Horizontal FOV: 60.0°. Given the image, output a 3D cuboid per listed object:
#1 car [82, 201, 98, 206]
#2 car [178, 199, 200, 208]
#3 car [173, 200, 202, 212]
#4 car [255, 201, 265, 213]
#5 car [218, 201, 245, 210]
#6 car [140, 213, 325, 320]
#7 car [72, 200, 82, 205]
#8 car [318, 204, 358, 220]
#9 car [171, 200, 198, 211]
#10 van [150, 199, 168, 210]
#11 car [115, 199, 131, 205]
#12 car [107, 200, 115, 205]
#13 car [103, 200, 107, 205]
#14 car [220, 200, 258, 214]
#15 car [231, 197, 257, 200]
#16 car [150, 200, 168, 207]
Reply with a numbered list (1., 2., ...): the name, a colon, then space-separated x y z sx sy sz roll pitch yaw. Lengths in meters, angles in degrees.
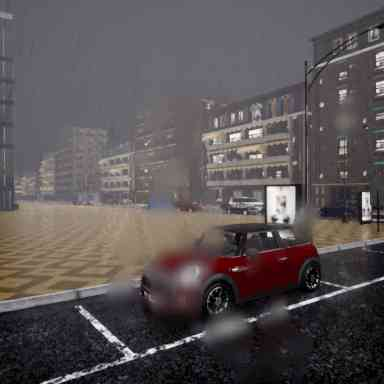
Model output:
1. car: -23.641 2.704 78.657 2.008 1.369 4.403 -2 0 -36
2. car: -0.507 2.119 61.039 1.967 1.590 4.097 -2 0 -36
3. car: -0.403 2.115 46.476 1.887 1.381 4.507 -2 0 -36
4. car: 8.954 1.887 33.499 2.008 1.369 4.403 -2 0 -36
5. car: 6.096 2.097 52.067 1.802 1.307 4.206 -2 0 -36
6. car: 0.918 1.440 7.228 4.097 1.590 1.967 0 0 -36
7. car: -30.181 2.862 87.673 1.887 1.381 4.507 -2 0 -36
8. car: 13.990 1.809 31.204 1.994 1.385 4.181 -1 0 -36
9. car: -1.225 2.126 52.229 1.837 1.490 4.892 -1 0 -36
10. van: -5.330 2.035 53.357 1.690 1.788 3.998 -2 0 -36
11. car: -16.860 2.529 83.577 1.967 1.590 4.097 -2 0 -36
12. car: -20.127 2.737 88.085 1.947 1.339 4.313 -2 0 -36
13. car: -23.397 2.798 92.593 1.887 1.381 4.507 -2 0 -36
14. car: 5.683 1.969 38.007 2.008 1.369 4.403 -2 0 -36
15. car: 6.875 1.645 41.014 2.150 2.045 5.566 -1 -1 -36
16. car: -7.047 2.425 70.052 1.802 1.307 4.206 -2 0 -36
